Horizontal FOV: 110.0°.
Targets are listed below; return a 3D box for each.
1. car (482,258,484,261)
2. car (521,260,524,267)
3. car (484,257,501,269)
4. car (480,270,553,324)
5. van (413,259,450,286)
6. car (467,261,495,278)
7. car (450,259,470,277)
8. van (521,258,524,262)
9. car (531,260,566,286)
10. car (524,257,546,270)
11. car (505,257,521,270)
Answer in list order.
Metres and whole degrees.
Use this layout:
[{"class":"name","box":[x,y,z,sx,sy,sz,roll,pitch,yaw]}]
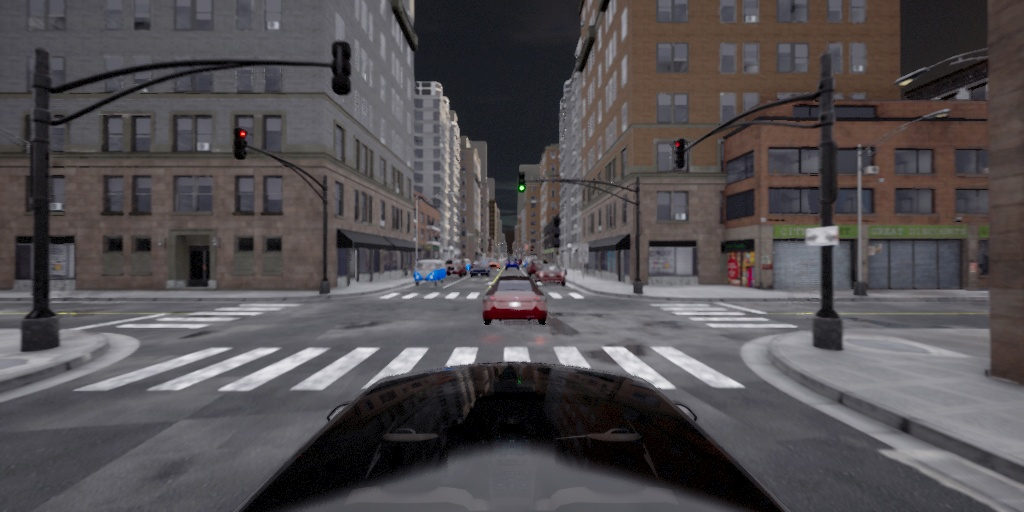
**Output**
[{"class":"car","box":[-5.852,1.489,59.384,1.888,1.381,4.507,0,0,0]},{"class":"car","box":[2.672,1.468,48.224,2.007,1.370,4.403,0,0,0]},{"class":"car","box":[-3.009,1.295,59.586,2.097,1.767,4.553,0,0,0]},{"class":"car","box":[0.088,1.362,12.255,1.994,1.385,4.181,0,0,0]},{"class":"van","box":[-5.855,1.185,25.865,1.690,1.789,3.998,0,0,0]},{"class":"car","box":[-3.093,1.482,36.185,1.895,1.301,4.718,0,0,0]},{"class":"car","box":[-5.854,1.199,37.038,2.192,1.841,5.009,0,0,0]},{"class":"van","box":[2.673,1.273,53.809,1.690,1.789,3.998,0,0,0]},{"class":"car","box":[2.671,1.285,25.882,1.967,1.591,4.097,0,0,0]},{"class":"car","box":[2.671,1.199,37.053,2.192,1.841,5.009,0,0,0]},{"class":"car","box":[0.049,1.156,55.805,2.150,2.045,5.566,0,0,0]}]
